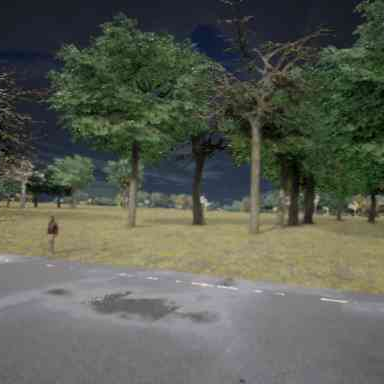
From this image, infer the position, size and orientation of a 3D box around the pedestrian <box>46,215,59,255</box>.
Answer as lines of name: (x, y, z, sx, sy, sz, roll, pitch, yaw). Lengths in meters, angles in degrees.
pedestrian: (-6.735, 2.034, 15.923, 0.375, 1.860, 0.375, 1, -3, 24)
